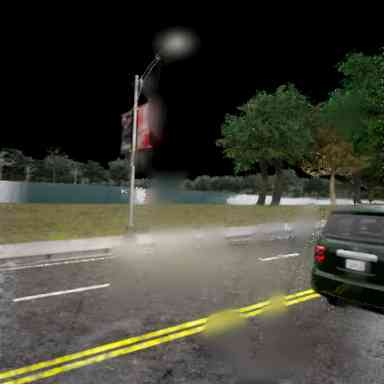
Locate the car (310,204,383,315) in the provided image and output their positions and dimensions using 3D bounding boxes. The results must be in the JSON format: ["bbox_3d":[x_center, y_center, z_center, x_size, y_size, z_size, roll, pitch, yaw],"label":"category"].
[{"bbox_3d":[4.778,1.265,6.832,5.566,2.045,2.150,0,0,-35],"label":"car"}]
